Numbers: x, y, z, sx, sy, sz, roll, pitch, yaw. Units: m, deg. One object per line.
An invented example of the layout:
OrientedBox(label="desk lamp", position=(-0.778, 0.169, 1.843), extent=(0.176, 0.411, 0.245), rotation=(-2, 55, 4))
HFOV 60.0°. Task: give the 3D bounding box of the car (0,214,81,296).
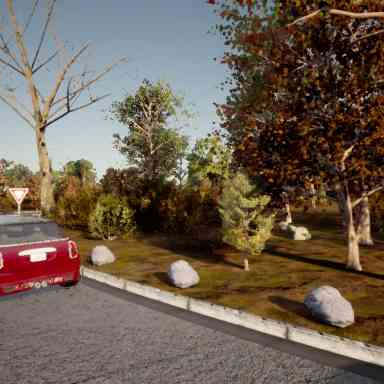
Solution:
OrientedBox(label="car", position=(-4.702, 1.384, 8.341), extent=(4.553, 1.767, 2.097), rotation=(-1, 0, 44))
